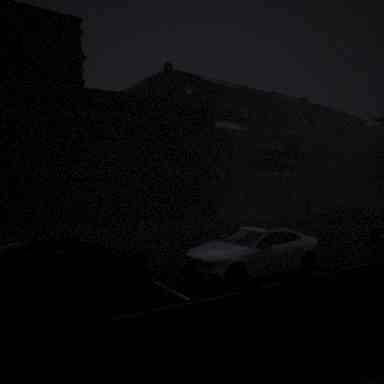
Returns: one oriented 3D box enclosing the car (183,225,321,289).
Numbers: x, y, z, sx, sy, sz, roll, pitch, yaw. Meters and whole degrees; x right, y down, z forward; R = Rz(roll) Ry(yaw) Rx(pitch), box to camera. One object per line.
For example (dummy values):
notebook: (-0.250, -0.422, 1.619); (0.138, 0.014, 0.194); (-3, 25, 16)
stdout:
car: (1.964, 1.760, 10.037); (4.674, 1.452, 2.002); (0, 1, -33)

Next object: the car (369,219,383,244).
car: (10.542, 1.701, 16.153); (5.008, 1.535, 2.097); (0, -1, -36)

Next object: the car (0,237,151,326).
car: (-3.284, 1.716, 6.673); (5.008, 1.535, 2.097); (1, 0, -31)
